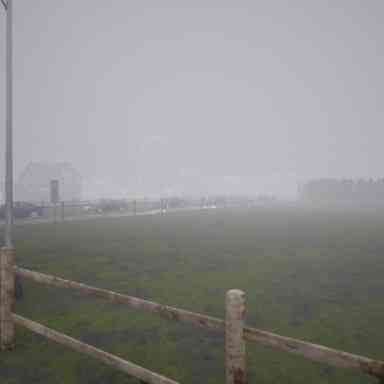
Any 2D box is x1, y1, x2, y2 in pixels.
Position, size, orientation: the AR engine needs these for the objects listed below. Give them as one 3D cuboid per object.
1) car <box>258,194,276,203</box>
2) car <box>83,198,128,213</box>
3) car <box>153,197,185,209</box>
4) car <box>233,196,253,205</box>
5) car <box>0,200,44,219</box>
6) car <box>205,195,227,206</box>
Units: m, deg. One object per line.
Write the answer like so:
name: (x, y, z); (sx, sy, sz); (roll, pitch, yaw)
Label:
car: (13.892, 1.063, 61.420); (2.097, 1.767, 4.553); (-1, 0, 36)
car: (-8.705, 1.395, 33.757); (2.128, 1.511, 4.902); (-1, 0, 35)
car: (-2.848, 1.363, 42.263); (1.837, 1.490, 4.892); (-1, 0, 34)
car: (8.283, 1.326, 53.255); (1.994, 1.385, 4.181); (-1, 0, 35)
car: (-14.164, 1.422, 25.883); (1.882, 1.535, 5.008); (-1, 0, 36)
car: (3.764, 1.305, 51.839); (1.837, 1.490, 4.892); (-1, 1, 33)
